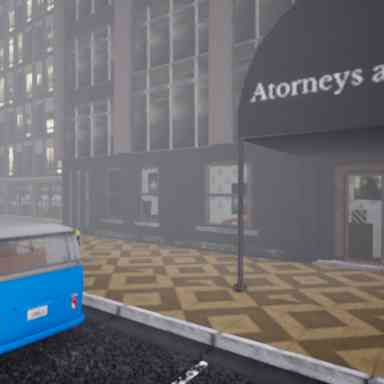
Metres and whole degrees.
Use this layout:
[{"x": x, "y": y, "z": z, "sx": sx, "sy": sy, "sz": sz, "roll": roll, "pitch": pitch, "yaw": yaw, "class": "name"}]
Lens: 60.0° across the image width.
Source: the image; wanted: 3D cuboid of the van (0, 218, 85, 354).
[{"x": -3.494, "y": 1.306, "z": 5.358, "sx": 3.998, "sy": 1.788, "sz": 1.690, "roll": 0, "pitch": 0, "yaw": 35, "class": "van"}]
